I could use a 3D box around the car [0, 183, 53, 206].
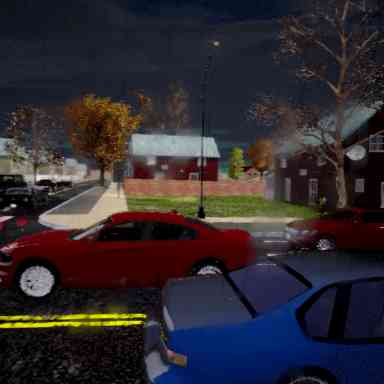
[{"bbox_3d":[-10.167,0.341,20.344,1.895,1.301,4.718,0,3,-11],"label":"car"}]

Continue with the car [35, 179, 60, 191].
[{"bbox_3d":[-16.851,-0.737,38.179,1.812,1.442,4.674,0,3,-12],"label":"car"}]

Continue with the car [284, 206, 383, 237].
[{"bbox_3d":[5.410,1.208,10.905,4.674,1.442,1.812,1,2,-7],"label":"car"}]

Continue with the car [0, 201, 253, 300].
[{"bbox_3d":[-1.188,1.136,6.863,5.008,1.535,1.882,2,2,-7],"label":"car"}]

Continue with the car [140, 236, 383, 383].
[{"bbox_3d":[2.165,1.433,3.785,5.357,1.411,2.033,1,2,-7],"label":"car"}]

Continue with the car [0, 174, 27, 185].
[{"bbox_3d":[-13.934,-0.326,24.756,2.150,2.045,5.566,0,3,-12],"label":"car"}]

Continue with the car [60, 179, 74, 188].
[{"bbox_3d":[-19.850,-1.403,52.254,1.895,1.301,4.718,0,3,-12],"label":"car"}]
